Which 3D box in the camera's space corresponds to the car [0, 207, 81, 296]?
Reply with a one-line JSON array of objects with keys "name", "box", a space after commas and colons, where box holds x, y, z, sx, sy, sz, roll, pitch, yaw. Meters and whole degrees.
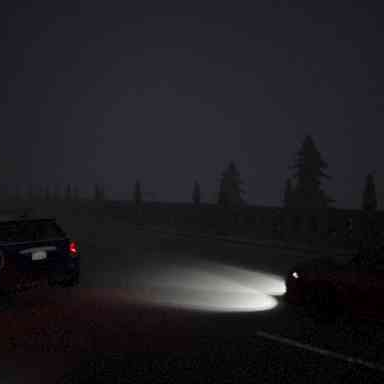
[{"name": "car", "box": [-4.702, 1.301, 8.152, 4.553, 1.767, 2.097, 0, 0, 41]}]

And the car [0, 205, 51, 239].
[{"name": "car", "box": [-9.285, 1.462, 17.636, 1.994, 1.385, 4.181, 0, 0, -43]}]

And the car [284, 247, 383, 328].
[{"name": "car", "box": [3.797, 1.582, 5.728, 4.181, 1.385, 1.994, 1, 0, 36]}]
